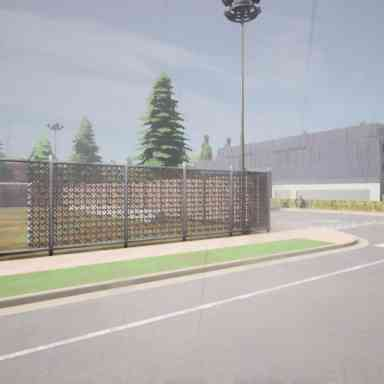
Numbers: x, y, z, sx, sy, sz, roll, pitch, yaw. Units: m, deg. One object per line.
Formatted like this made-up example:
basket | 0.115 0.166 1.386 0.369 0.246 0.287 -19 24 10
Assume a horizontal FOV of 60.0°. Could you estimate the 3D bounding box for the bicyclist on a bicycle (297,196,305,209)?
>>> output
bicyclist on a bicycle | 13.560 1.313 41.213 1.656 1.620 0.582 0 0 -35
